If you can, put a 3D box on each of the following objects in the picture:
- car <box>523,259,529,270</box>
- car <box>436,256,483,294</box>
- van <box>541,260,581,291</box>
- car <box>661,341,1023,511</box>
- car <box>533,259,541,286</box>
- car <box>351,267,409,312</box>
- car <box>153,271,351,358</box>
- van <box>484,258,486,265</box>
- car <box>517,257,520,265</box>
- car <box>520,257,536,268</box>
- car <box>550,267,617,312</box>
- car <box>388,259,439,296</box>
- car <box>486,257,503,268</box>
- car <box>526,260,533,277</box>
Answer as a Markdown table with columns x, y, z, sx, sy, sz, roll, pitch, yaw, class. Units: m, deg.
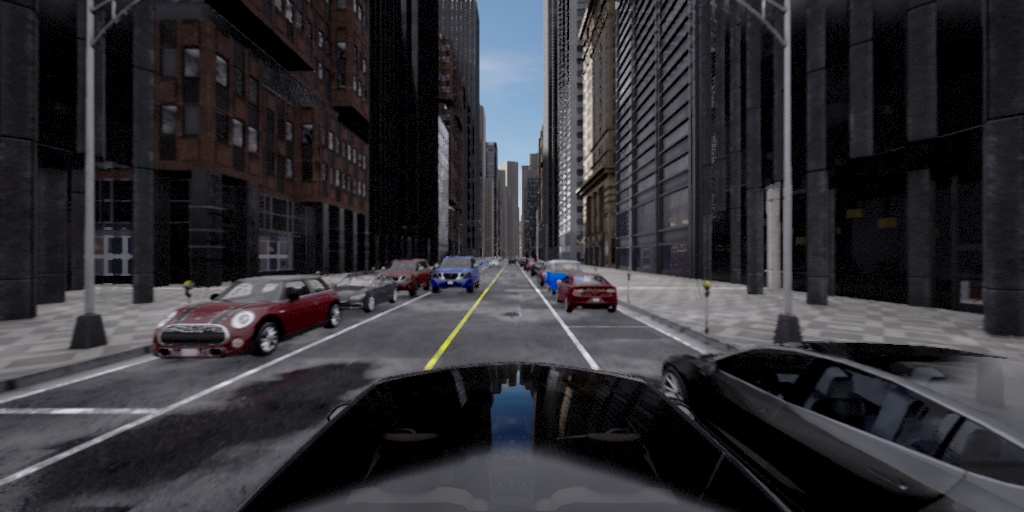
| x | y | z | sx | sy | sz | roll | pitch | yaw | class |
| --- | --- | --- | --- | --- | --- | --- | --- | --- | --- |
| 2.770 | 1.395 | 47.675 | 1.802 | 1.307 | 4.207 | 0 | 0 | 0 | car |
| -3.095 | 0.994 | 20.781 | 2.150 | 2.045 | 5.566 | 0 | 0 | 0 | car |
| 2.765 | 1.111 | 19.630 | 1.690 | 1.789 | 3.998 | 0 | 0 | 0 | van |
| 2.763 | 1.317 | 2.803 | 1.948 | 1.339 | 4.313 | 0 | 0 | 0 | car |
| 2.766 | 1.217 | 25.239 | 1.967 | 1.591 | 4.097 | 0 | 0 | 0 | car |
| -5.761 | 1.314 | 14.007 | 2.007 | 1.370 | 4.403 | 0 | 0 | 0 | car |
| -5.762 | 1.197 | 8.398 | 1.967 | 1.591 | 4.097 | 0 | 0 | 0 | car |
| -5.753 | 1.174 | 58.882 | 1.690 | 1.789 | 3.998 | 0 | 0 | 0 | van |
| 2.365 | 1.349 | 65.065 | 1.837 | 1.490 | 4.892 | 0 | 0 | 0 | car |
| 2.771 | 1.138 | 53.284 | 2.192 | 1.841 | 5.009 | 0 | 0 | 0 | car |
| 2.764 | 1.309 | 14.021 | 1.888 | 1.381 | 4.507 | 0 | 0 | 0 | car |
| -5.760 | 1.085 | 19.617 | 2.192 | 1.841 | 5.009 | 0 | 0 | 0 | car |
| -3.026 | 1.364 | 61.918 | 1.812 | 1.442 | 4.674 | 0 | 0 | 1 | car |
| 2.768 | 1.360 | 36.457 | 1.948 | 1.339 | 4.313 | 0 | 0 | 0 | car |
